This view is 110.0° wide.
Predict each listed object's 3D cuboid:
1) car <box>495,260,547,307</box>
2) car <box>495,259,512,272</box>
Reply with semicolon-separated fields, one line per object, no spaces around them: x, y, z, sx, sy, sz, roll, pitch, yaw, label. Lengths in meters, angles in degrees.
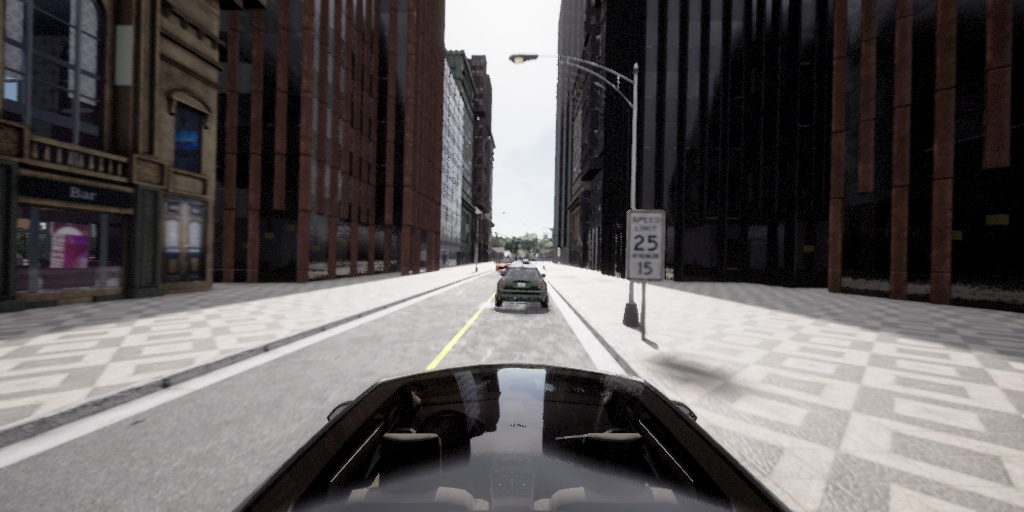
0.468;1.183;16.270;2.097;1.767;4.553;1;0;2;car
-1.174;1.321;50.616;2.097;1.767;4.553;1;0;2;car
